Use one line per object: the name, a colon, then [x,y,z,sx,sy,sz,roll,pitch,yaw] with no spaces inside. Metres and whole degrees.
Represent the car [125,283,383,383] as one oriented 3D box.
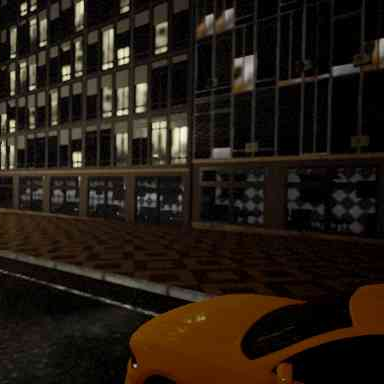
car: [1.672,1.475,2.421,5.008,1.535,1.882,1,0,35]
